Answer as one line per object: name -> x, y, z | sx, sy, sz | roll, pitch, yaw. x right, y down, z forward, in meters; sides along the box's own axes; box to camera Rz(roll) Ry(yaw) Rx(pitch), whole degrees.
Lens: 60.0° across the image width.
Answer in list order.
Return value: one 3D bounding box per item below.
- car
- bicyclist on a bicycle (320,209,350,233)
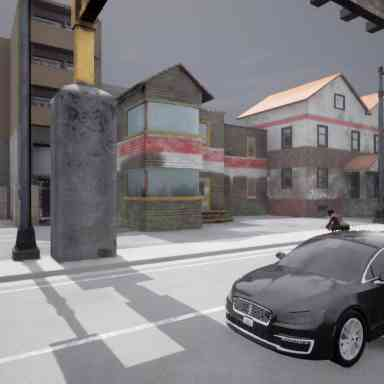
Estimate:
car -> 2.796, 1.505, 5.830 | 4.892, 1.490, 1.837 | 0, 0, -33
bicyclist on a bicycle -> 5.179, 1.455, 11.999 | 0.582, 1.620, 1.656 | 0, -2, -33
